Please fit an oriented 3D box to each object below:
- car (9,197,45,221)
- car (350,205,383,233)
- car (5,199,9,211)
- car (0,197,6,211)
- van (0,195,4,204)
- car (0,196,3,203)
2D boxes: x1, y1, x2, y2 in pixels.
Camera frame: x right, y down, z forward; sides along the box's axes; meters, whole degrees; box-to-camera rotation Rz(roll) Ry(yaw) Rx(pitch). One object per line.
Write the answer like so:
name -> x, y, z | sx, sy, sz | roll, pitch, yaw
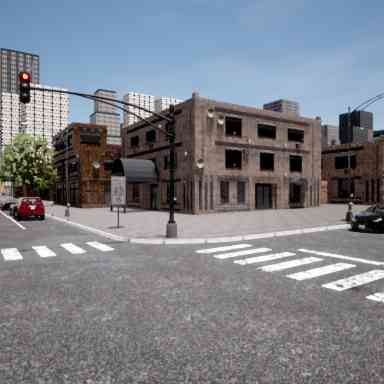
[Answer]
car -> -13.575, 1.330, 27.651 | 2.192, 1.841, 5.009 | 0, 0, -33
car -> 10.379, 1.357, 17.922 | 4.313, 1.339, 1.947 | -1, 1, -33
car -> -16.584, 1.586, 32.286 | 1.947, 1.339, 4.313 | 0, 0, -33
car -> -22.600, 1.597, 41.556 | 1.947, 1.339, 4.313 | 0, 0, -33
van -> -37.640, 1.418, 64.729 | 1.690, 1.788, 3.998 | 0, 0, -33
car -> -40.741, 1.615, 69.506 | 1.752, 1.417, 4.829 | 0, 0, -33
